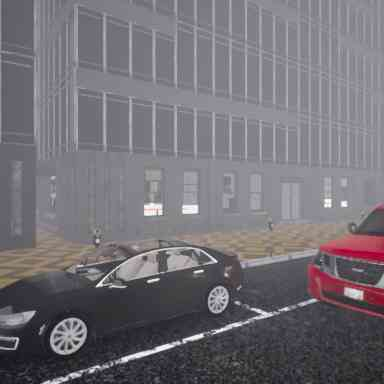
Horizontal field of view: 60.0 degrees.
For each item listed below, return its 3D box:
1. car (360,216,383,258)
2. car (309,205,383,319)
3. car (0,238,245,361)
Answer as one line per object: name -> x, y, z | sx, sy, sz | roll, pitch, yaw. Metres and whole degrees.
car -> 8.270, 1.582, 12.417 | 4.206, 1.307, 1.802 | 0, 0, -35
car -> 4.763, 1.221, 6.752 | 5.566, 2.045, 2.150 | 0, 0, -35
car -> -1.016, 1.551, 5.830 | 4.403, 1.369, 2.008 | 0, 0, -35
